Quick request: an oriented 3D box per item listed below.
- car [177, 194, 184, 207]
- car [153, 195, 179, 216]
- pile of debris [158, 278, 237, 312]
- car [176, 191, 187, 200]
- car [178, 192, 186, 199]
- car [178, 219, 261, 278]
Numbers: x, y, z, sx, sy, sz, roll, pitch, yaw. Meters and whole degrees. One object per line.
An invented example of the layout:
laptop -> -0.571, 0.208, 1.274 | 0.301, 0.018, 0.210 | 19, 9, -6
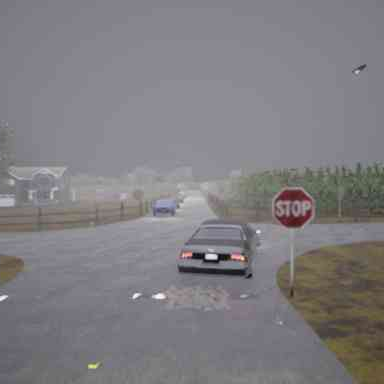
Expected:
car -> -2.423, 1.312, 41.615 | 2.033, 1.411, 5.357 | 0, 1, 1
car -> -2.522, 1.375, 31.596 | 1.882, 1.535, 5.008 | 0, 0, 1
pile of debris -> 0.112, 2.180, 7.179 | 1.500, 0.140, 1.860 | 0, 0, 1
car -> -2.107, 0.692, 67.913 | 2.128, 1.511, 4.902 | 0, 1, 1
car -> -2.310, 1.112, 52.083 | 1.994, 1.385, 4.181 | 0, 1, 2
car -> 1.046, 1.542, 10.216 | 2.033, 1.411, 5.357 | 0, 0, 14
